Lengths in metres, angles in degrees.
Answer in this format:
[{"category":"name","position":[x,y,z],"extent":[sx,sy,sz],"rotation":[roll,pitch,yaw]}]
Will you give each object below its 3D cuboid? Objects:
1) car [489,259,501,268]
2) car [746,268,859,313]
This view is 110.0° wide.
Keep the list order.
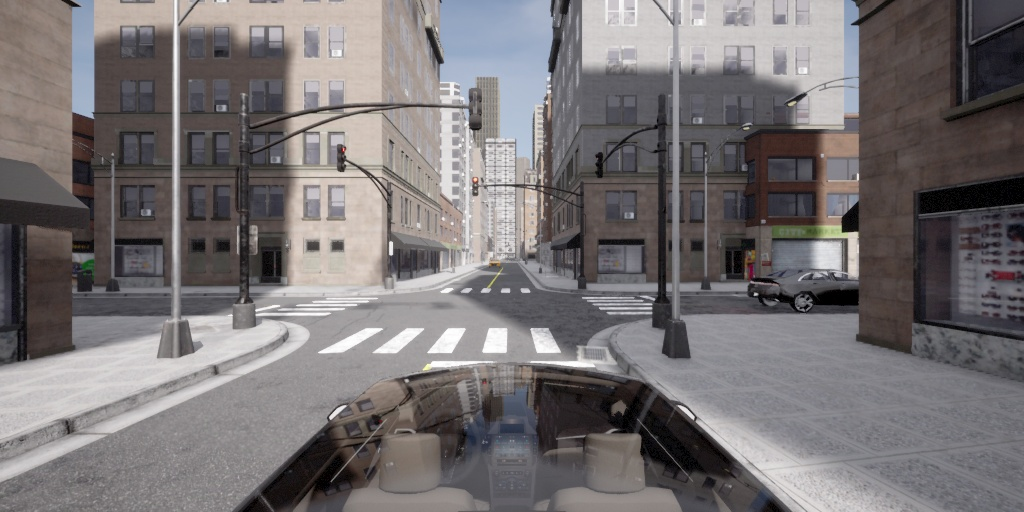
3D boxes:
[{"category":"car","position":[-2.995,1.207,62.919],"extent":[1.882,1.535,5.008],"rotation":[0,0,0]},{"category":"car","position":[11.428,1.209,13.234],"extent":[4.902,1.511,2.128],"rotation":[0,0,0]}]
